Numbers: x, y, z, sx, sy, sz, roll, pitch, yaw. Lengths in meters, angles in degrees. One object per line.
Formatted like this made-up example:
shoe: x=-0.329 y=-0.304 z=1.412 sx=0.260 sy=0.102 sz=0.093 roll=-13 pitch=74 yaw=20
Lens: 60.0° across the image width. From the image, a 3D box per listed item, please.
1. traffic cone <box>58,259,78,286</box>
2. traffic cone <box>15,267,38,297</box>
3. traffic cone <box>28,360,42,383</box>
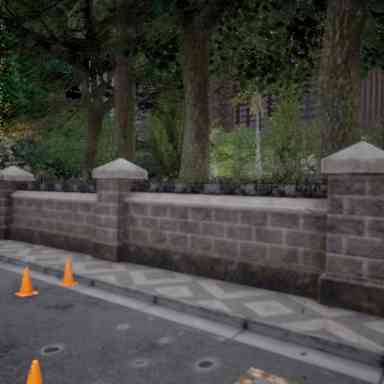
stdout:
traffic cone: x=-2.988 y=1.923 z=8.026 sx=0.340 sy=0.580 sz=0.340 roll=1 pitch=0 yaw=36
traffic cone: x=-3.579 y=1.916 z=7.219 sx=0.340 sy=0.580 sz=0.340 roll=1 pitch=0 yaw=36
traffic cone: x=-1.535 y=1.941 z=3.242 sx=0.340 sy=0.580 sz=0.340 roll=1 pitch=0 yaw=36
